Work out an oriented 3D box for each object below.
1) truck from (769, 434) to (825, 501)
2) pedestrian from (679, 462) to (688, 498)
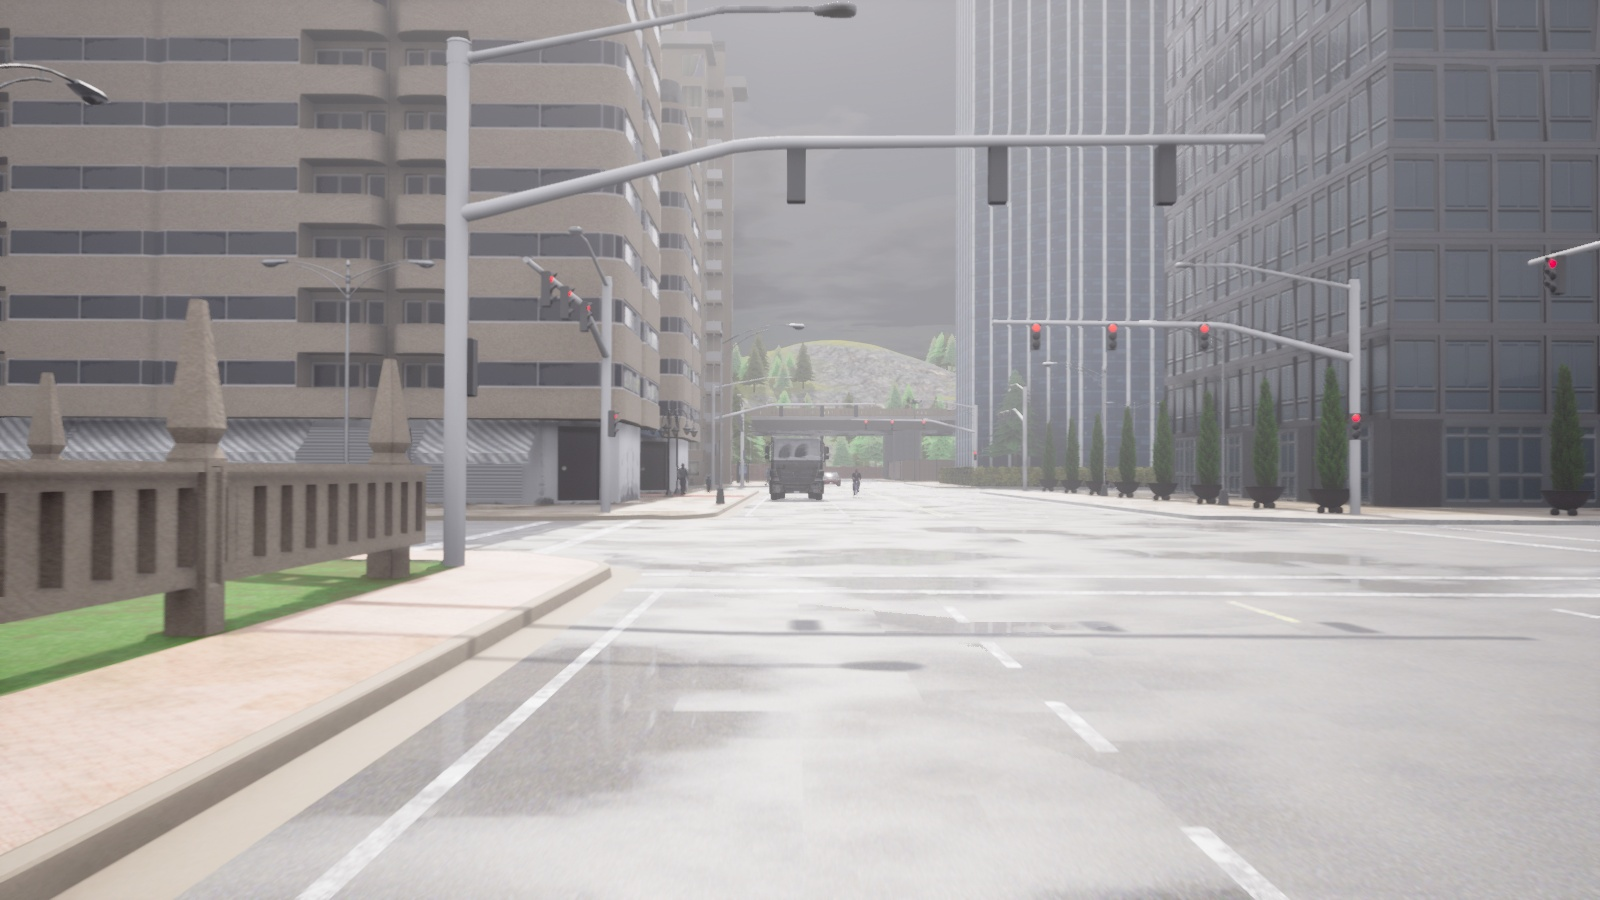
[{"bbox_3d":[-0.170,0.991,69.192,2.891,3.462,7.936,0,-1,0],"label":"truck"},{"bbox_3d":[-6.326,1.606,68.275,0.423,1.949,0.788,0,-1,-11],"label":"pedestrian"}]
